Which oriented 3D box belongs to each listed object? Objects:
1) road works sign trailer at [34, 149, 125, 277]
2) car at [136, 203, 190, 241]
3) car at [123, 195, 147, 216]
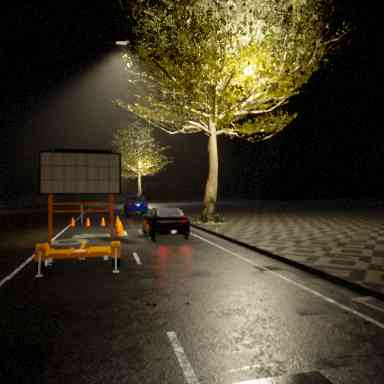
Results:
[{"bbox_3d":[-3.453,0.476,10.444,2.380,3.560,2.880,0,0,-14],"label":"road works sign trailer"},{"bbox_3d":[-1.411,1.528,16.998,2.128,1.511,4.902,0,0,-14],"label":"car"},{"bbox_3d":[-5.814,1.365,34.260,2.150,2.045,5.566,0,0,-14],"label":"car"}]
